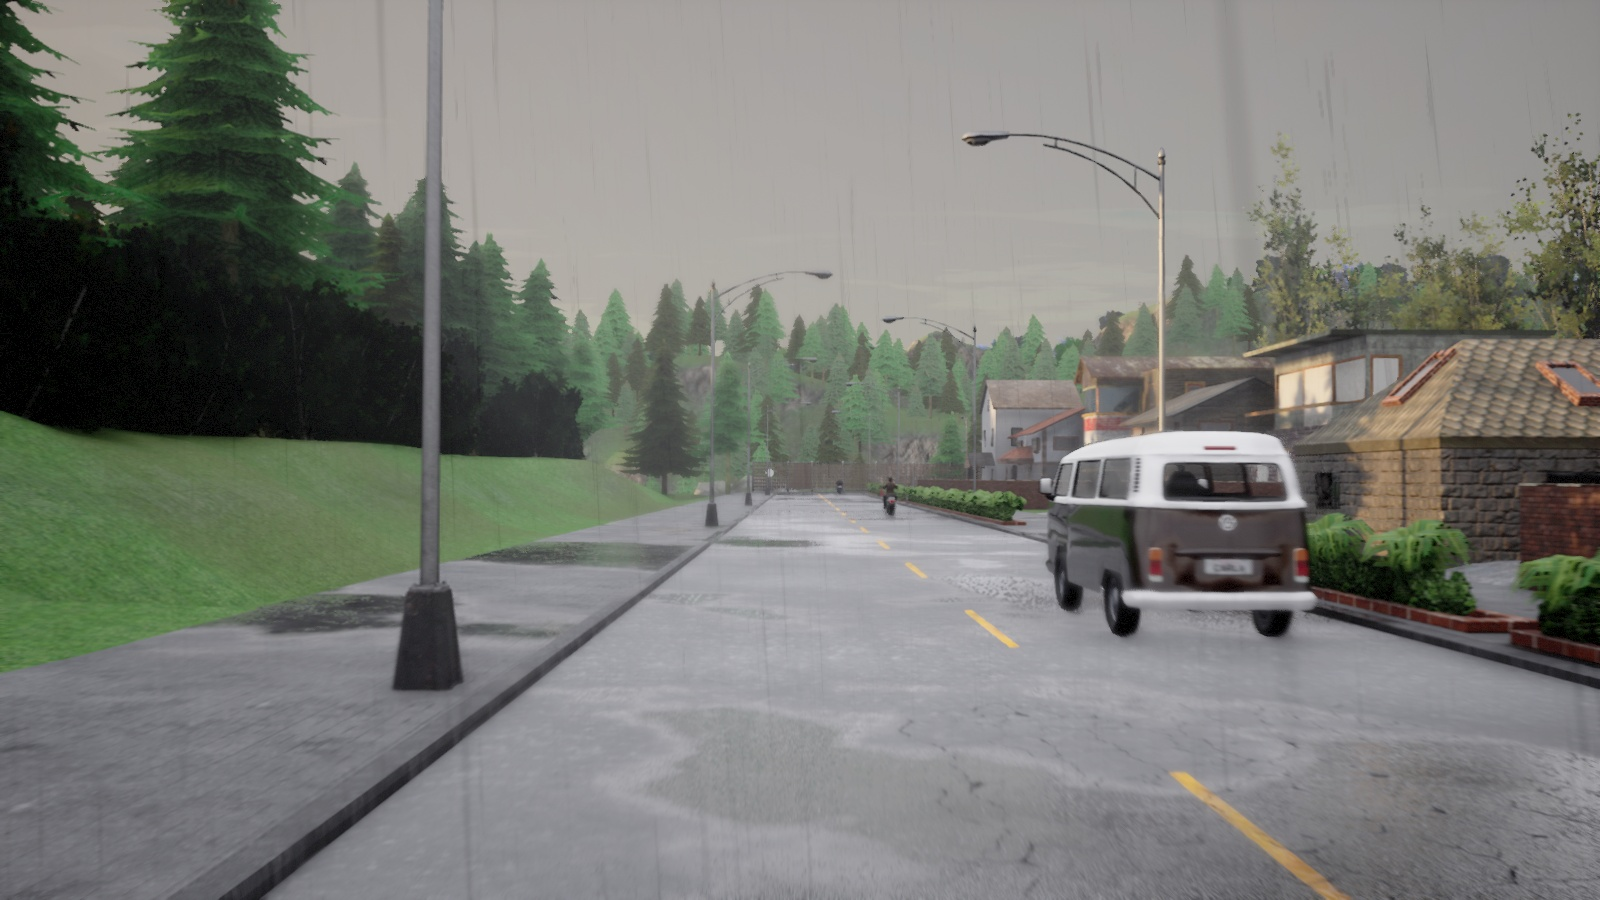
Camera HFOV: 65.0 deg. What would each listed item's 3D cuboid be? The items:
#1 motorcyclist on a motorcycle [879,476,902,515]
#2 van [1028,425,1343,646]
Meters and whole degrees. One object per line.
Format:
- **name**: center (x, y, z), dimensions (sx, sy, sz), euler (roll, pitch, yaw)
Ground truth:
- **motorcyclist on a motorcycle**: center (3.875, 1.953, 53.915), dimensions (0.766, 1.649, 2.350), euler (0, -1, 0)
- **van**: center (3.963, 0.838, 13.851), dimensions (2.069, 2.038, 4.480), euler (0, -1, 0)
